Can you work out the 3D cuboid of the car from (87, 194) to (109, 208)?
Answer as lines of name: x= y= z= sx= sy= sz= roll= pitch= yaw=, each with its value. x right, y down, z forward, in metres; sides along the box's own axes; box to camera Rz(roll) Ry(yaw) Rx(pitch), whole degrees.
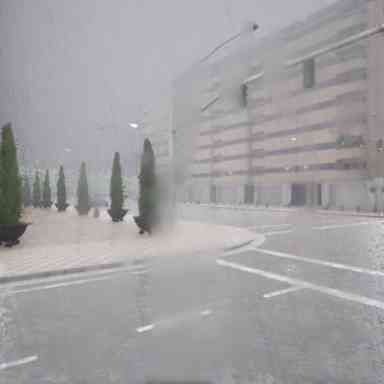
car: x=-13.009 y=1.433 z=45.896 sx=1.837 sy=1.490 sz=4.892 roll=0 pitch=0 yaw=-35
